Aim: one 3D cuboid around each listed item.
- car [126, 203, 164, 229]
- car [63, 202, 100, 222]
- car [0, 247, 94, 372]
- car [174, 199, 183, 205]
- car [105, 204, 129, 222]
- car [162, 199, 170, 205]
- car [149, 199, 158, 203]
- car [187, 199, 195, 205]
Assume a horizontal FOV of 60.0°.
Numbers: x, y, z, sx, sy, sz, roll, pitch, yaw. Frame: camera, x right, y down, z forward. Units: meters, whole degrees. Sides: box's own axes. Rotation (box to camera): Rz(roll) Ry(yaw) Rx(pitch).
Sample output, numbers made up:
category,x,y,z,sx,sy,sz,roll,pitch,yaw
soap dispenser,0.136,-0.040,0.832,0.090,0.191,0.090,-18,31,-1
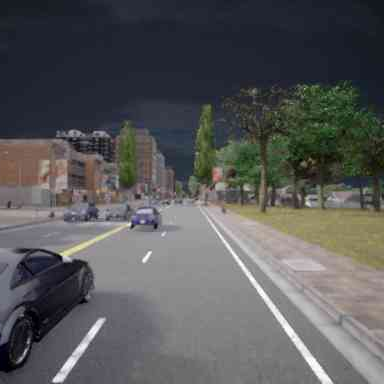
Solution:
category,x,y,z,sx,sy,sz,roll,pitch,yaw
car,-3.203,1.788,23.839,1.812,1.442,4.674,0,-1,0
car,-9.861,1.696,29.871,2.097,1.767,4.553,0,-1,0
car,-3.159,1.631,5.749,1.994,1.385,4.181,0,-1,0
car,-3.450,2.493,83.997,1.812,1.442,4.674,0,-1,0
car,-6.605,1.853,30.589,1.837,1.490,4.892,0,-1,0
car,-6.705,2.586,86.007,1.882,1.535,5.008,0,-1,0
car,-9.955,2.640,85.998,2.128,1.511,4.902,0,-1,0
car,-0.200,2.487,84.004,2.128,1.511,4.902,0,-1,0
